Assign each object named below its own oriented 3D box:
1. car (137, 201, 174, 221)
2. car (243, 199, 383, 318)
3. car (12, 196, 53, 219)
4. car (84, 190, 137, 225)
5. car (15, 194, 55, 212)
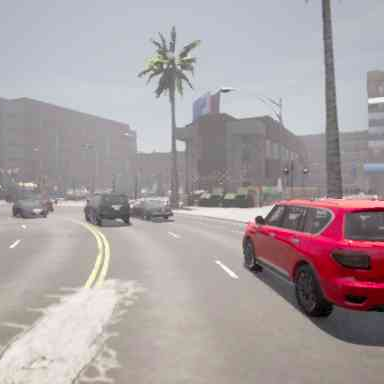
[{"bbox_3d":[-3.351,1.380,25.822,2.033,1.411,5.357,0,0,-31],"label":"car"},{"bbox_3d":[2.853,1.157,7.533,2.150,2.045,5.566,0,0,-8],"label":"car"},{"bbox_3d":[-13.547,1.351,27.706,2.128,1.511,4.902,0,0,-40],"label":"car"},{"bbox_3d":[-5.900,1.087,22.929,2.150,2.045,5.566,0,1,-28],"label":"car"},{"bbox_3d":[-16.979,1.168,35.907,4.553,1.767,2.097,0,1,40],"label":"car"}]
